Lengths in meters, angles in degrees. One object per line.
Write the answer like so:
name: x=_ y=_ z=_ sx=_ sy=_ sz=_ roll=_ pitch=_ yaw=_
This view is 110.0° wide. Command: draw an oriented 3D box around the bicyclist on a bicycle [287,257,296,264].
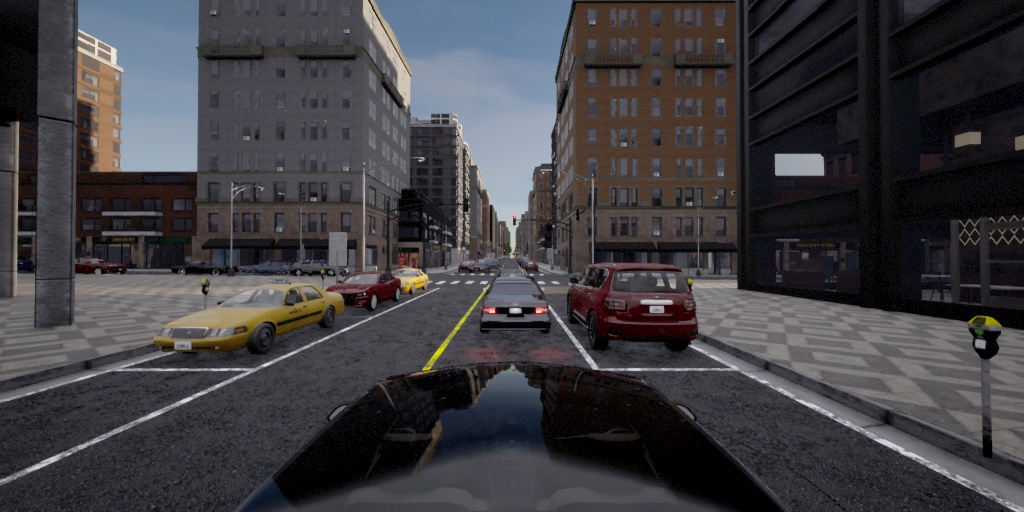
bicyclist on a bicycle: x=-23.113 y=0.909 z=37.632 sx=0.582 sy=1.620 sz=1.656 roll=0 pitch=0 yaw=0

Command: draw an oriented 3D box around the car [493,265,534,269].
car: x=0.018 y=1.355 z=20.444 sx=1.895 sy=1.301 sz=4.718 roll=0 pitch=0 yaw=0

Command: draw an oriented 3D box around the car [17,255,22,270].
car: x=-46.944 y=0.831 z=31.512 sx=4.892 sy=1.490 sz=1.837 roll=1 pitch=-1 yaw=1

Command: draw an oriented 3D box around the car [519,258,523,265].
car: x=2.510 y=1.346 z=58.601 sx=1.802 sy=1.307 sz=4.207 roll=0 pitch=0 yaw=0

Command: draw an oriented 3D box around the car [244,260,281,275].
car: x=-22.892 y=1.126 z=34.529 sx=5.357 sy=1.411 sz=2.033 roll=1 pitch=-1 yaw=1

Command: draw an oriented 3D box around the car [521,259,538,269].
car: x=2.542 y=1.343 z=47.254 sx=1.802 sy=1.307 sz=4.207 roll=0 pitch=0 yaw=0

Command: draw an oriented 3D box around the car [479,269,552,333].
car: x=0.067 y=1.300 z=10.717 sx=2.033 sy=1.411 sz=5.357 roll=0 pitch=0 yaw=0

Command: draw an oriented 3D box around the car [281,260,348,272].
car: x=-16.843 y=1.092 z=31.371 sx=4.902 sy=1.511 sz=2.128 roll=1 pitch=-1 yaw=0

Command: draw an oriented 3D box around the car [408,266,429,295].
car: x=-5.908 y=1.279 z=20.050 sx=1.751 sy=1.417 sz=4.829 roll=0 pitch=0 yaw=0

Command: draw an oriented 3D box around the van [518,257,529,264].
van: x=2.494 y=1.108 z=64.274 sx=1.690 sy=1.789 sz=3.998 roll=0 pitch=0 yaw=0

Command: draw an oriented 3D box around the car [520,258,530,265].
car: x=2.526 y=1.344 z=52.927 sx=1.802 sy=1.307 sz=4.207 roll=0 pitch=0 yaw=0

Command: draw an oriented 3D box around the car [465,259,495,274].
car: x=-3.661 y=1.323 z=41.976 sx=1.994 sy=1.385 sz=4.181 roll=0 pitch=0 yaw=8

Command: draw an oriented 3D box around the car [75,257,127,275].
car: x=-36.835 y=0.897 z=31.446 sx=5.008 sy=1.535 sz=1.882 roll=1 pitch=-1 yaw=0

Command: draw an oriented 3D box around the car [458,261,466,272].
car: x=-5.985 y=1.306 z=47.239 sx=1.888 sy=1.381 sz=4.507 roll=0 pitch=0 yaw=0

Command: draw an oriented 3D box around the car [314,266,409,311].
car: x=-5.893 y=1.298 z=14.595 sx=1.888 sy=1.381 sz=4.507 roll=0 pitch=0 yaw=0

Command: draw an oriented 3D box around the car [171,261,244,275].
car: x=-26.740 y=1.112 z=31.403 sx=4.718 sy=1.301 sz=1.895 roll=1 pitch=-1 yaw=0

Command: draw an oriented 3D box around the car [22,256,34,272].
car: x=-49.536 y=0.686 z=34.632 sx=4.553 sy=1.767 sz=2.097 roll=0 pitch=-1 yaw=1

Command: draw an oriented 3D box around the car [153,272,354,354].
car: x=-5.876 y=1.277 z=8.801 sx=1.751 sy=1.417 sz=4.829 roll=0 pitch=0 yaw=0

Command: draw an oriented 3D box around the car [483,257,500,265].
car: x=-3.242 y=1.327 z=55.526 sx=1.994 sy=1.385 sz=4.181 roll=0 pitch=0 yaw=0

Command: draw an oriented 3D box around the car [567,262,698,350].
car: x=2.649 y=1.066 z=8.986 sx=2.192 sy=1.841 sz=5.009 roll=0 pitch=0 yaw=0
